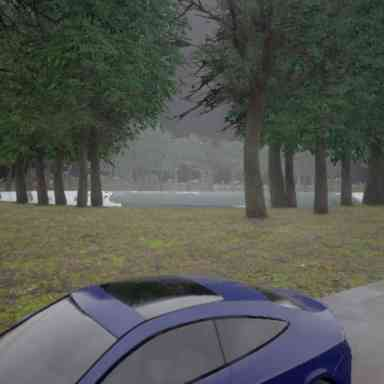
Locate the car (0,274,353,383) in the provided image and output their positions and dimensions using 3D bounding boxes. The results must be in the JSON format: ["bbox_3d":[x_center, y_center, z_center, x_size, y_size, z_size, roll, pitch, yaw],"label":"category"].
[{"bbox_3d":[-0.544,1.526,2.684,4.674,1.442,1.812,0,0,-35],"label":"car"}]
